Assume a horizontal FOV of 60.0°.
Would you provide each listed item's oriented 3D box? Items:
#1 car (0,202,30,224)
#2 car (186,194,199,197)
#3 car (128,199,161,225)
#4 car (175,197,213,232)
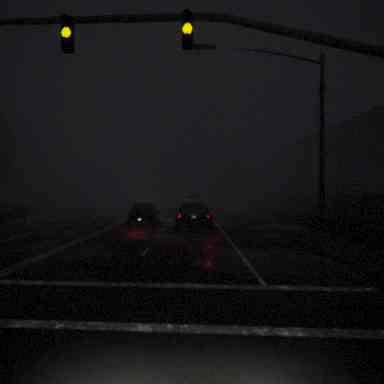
[{"bbox_3d":[-14.023,1.510,24.943,2.128,1.511,4.902,0,0,1],"label":"car"},{"bbox_3d":[0.034,1.256,44.810,2.150,2.045,5.566,0,0,1],"label":"car"},{"bbox_3d":[-3.399,1.522,24.010,1.837,1.490,4.892,0,0,0],"label":"car"},{"bbox_3d":[0.101,1.367,20.092,2.097,1.767,4.553,0,0,0],"label":"car"}]
